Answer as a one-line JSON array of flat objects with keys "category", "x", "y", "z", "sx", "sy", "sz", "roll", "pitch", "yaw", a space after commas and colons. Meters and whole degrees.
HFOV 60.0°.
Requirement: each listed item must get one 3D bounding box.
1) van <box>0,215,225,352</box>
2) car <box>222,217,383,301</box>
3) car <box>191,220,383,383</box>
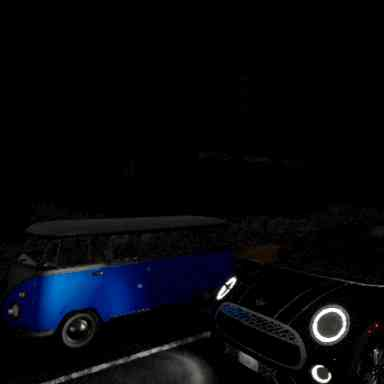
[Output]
[{"category": "van", "x": -1.076, "y": 1.345, "z": 5.879, "sx": 3.998, "sy": 1.788, "sz": 1.690, "roll": 0, "pitch": 0, "yaw": -35}, {"category": "car", "x": 3.219, "y": 1.538, "z": 8.929, "sx": 4.829, "sy": 1.417, "sz": 1.752, "roll": 0, "pitch": 0, "yaw": -35}, {"category": "car", "x": 2.480, "y": 1.360, "z": 5.135, "sx": 4.553, "sy": 1.767, "sz": 2.097, "roll": 0, "pitch": 0, "yaw": -35}]
